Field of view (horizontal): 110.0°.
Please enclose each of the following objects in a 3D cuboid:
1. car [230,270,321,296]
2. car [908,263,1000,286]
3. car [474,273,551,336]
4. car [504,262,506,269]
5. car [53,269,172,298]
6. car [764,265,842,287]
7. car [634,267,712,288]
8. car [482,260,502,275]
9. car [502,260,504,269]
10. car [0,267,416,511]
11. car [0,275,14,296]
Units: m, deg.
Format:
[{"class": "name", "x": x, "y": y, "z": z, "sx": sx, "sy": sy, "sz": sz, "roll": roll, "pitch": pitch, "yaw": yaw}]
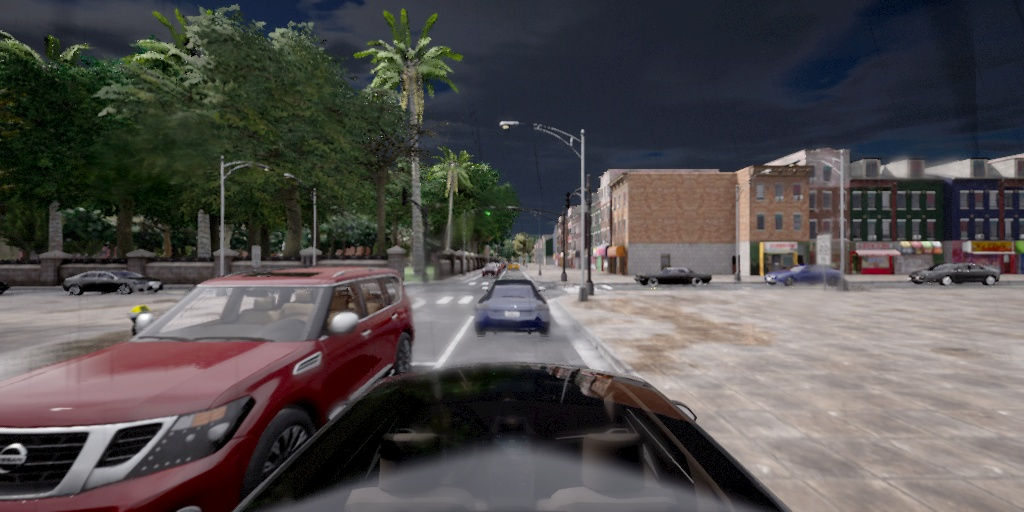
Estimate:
[{"class": "car", "x": -14.195, "y": 1.606, "z": 21.737, "sx": 4.181, "sy": 1.385, "sz": 1.994, "roll": -1, "pitch": 0, "yaw": 0}, {"class": "car", "x": 30.213, "y": 1.247, "z": 24.586, "sx": 4.892, "sy": 1.490, "sz": 1.837, "roll": 0, "pitch": 0, "yaw": 0}, {"class": "car", "x": 0.039, "y": 1.386, "z": 10.653, "sx": 1.994, "sy": 1.385, "sz": 4.181, "roll": 0, "pitch": 0, "yaw": 1}, {"class": "car", "x": -2.441, "y": 1.920, "z": 59.512, "sx": 1.802, "sy": 1.307, "sz": 4.207, "roll": 0, "pitch": 0, "yaw": 0}, {"class": "car", "x": -24.067, "y": 1.629, "z": 21.757, "sx": 4.902, "sy": 1.511, "sz": 2.128, "roll": -1, "pitch": 0, "yaw": 0}, {"class": "car", "x": 19.971, "y": 1.320, "z": 24.612, "sx": 4.674, "sy": 1.442, "sz": 1.812, "roll": 0, "pitch": 0, "yaw": 0}, {"class": "car", "x": 10.924, "y": 1.453, "z": 24.643, "sx": 4.718, "sy": 1.301, "sz": 1.895, "roll": 0, "pitch": 0, "yaw": 1}, {"class": "car", "x": -2.500, "y": 1.575, "z": 42.449, "sx": 1.967, "sy": 1.591, "sz": 4.097, "roll": 0, "pitch": 0, "yaw": 0}, {"class": "car", "x": -2.480, "y": 1.640, "z": 48.136, "sx": 1.967, "sy": 1.591, "sz": 4.097, "roll": 0, "pitch": 0, "yaw": 0}, {"class": "car", "x": -2.633, "y": 1.084, "z": 4.304, "sx": 2.192, "sy": 1.841, "sz": 5.009, "roll": 0, "pitch": 0, "yaw": 0}, {"class": "car", "x": -33.937, "y": 1.845, "z": 21.786, "sx": 4.718, "sy": 1.301, "sz": 1.895, "roll": -1, "pitch": 0, "yaw": 0}]
